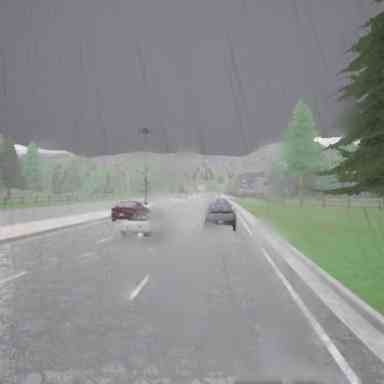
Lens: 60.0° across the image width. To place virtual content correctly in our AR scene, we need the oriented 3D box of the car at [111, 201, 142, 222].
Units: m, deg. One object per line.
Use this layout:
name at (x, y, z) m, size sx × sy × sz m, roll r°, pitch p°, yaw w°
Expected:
car at (-4.770, 1.439, 25.950) m, size 1.882 × 1.535 × 5.008 m, roll 0°, pitch 0°, yaw 5°

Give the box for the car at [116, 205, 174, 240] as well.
car at (-2.072, 1.579, 16.806) m, size 1.895 × 1.301 × 4.718 m, roll 0°, pitch 0°, yaw 5°

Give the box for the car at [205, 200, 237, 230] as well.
car at (1.830, 1.477, 21.114) m, size 2.128 × 1.511 × 4.902 m, roll 0°, pitch 0°, yaw 5°

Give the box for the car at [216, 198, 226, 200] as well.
car at (3.680, 1.518, 41.818) m, size 2.033 × 1.411 × 5.357 m, roll 0°, pitch 0°, yaw 5°
